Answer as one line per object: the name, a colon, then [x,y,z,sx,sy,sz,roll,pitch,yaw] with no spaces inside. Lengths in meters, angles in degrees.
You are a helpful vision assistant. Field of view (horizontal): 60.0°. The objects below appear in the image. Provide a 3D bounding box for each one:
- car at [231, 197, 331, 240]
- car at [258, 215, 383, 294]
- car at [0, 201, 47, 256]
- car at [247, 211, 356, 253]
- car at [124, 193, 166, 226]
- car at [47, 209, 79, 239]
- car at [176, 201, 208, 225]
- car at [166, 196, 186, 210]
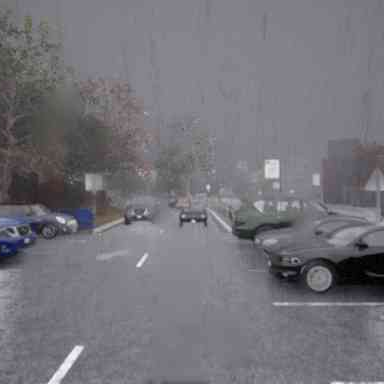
car: [4.437,1.230,13.876,5.566,2.045,2.435,0,0,0]
car: [4.416,1.484,8.224,5.008,1.535,2.097,0,0,0]
car: [-8.135,1.231,10.834,5.566,2.045,2.435,0,0,0]
car: [4.412,1.522,11.052,4.674,1.452,2.002,0,0,0]
car: [-3.339,1.205,23.832,2.150,2.045,5.566,0,0,0]
car: [-8.103,1.345,16.614,4.553,1.767,2.185,0,-1,0]
car: [0.090,1.586,23.619,1.895,1.301,4.718,0,0,0]
car: [-1.735,1.492,41.127,1.994,1.385,4.181,0,0,-23]
